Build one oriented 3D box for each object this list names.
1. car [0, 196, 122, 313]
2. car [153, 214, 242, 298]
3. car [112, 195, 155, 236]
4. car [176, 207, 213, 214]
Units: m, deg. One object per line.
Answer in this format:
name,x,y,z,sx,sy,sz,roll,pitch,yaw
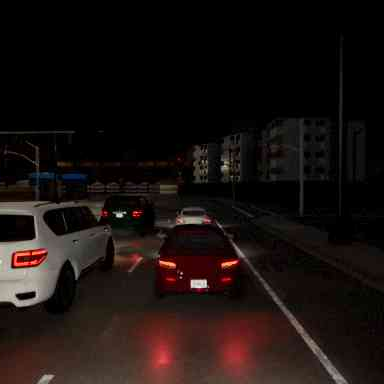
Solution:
car,-3.386,1.217,7.772,2.150,2.045,5.566,0,0,0
car,0.117,1.521,8.416,1.812,1.442,4.674,0,0,0
car,-3.359,1.179,18.131,2.150,2.045,5.566,0,0,0
car,0.108,1.490,17.503,1.812,1.442,4.674,0,0,1
